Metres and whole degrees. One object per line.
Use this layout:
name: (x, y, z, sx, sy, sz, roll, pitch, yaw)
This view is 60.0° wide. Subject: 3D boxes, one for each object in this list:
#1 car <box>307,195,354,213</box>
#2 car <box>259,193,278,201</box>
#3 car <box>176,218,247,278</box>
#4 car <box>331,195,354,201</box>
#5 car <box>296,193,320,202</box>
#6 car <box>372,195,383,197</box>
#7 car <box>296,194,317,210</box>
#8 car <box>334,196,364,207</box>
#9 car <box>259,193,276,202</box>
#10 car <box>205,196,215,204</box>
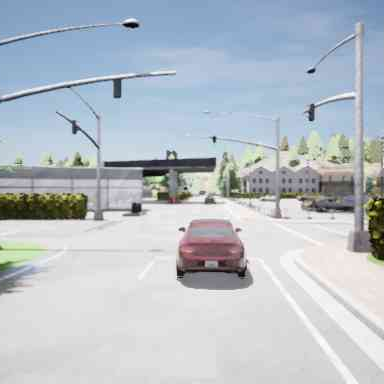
car: (14.781, 1.366, 34.437, 4.514, 1.523, 2.007, 0, 0, 3)
car: (17.193, 1.101, 75.087, 3.866, 1.878, 1.905, 0, 0, 3)
car: (0.551, 1.525, 10.082, 1.812, 1.442, 4.674, 0, 0, 2)
car: (35.223, 1.361, 77.902, 4.514, 1.523, 2.007, 0, 0, 3)
car: (24.899, 1.139, 71.436, 4.605, 1.855, 1.932, 0, 0, 3)
car: (42.093, 1.311, 73.913, 3.806, 1.475, 1.970, 0, 0, 3)
car: (14.876, 1.356, 37.573, 5.027, 1.636, 2.152, 0, 0, 3)
car: (23.095, 1.362, 49.047, 3.633, 1.501, 1.845, 0, 0, 3)
car: (16.426, 1.384, 71.795, 3.806, 1.475, 1.970, 0, 0, 3)
car: (3.296, 1.474, 61.804, 1.882, 1.535, 5.008, 0, 0, 3)
